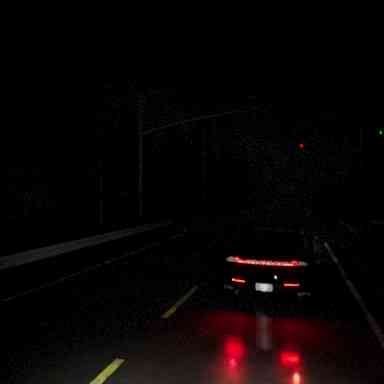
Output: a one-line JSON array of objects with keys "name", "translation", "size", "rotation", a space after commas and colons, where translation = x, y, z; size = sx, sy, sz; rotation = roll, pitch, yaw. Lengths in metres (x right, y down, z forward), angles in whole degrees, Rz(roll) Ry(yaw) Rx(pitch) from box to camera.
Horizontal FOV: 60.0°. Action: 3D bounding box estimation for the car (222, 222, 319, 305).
[{"name": "car", "translation": [2.050, 1.490, 8.245], "size": [2.128, 1.511, 4.902], "rotation": [0, 0, 18]}]
